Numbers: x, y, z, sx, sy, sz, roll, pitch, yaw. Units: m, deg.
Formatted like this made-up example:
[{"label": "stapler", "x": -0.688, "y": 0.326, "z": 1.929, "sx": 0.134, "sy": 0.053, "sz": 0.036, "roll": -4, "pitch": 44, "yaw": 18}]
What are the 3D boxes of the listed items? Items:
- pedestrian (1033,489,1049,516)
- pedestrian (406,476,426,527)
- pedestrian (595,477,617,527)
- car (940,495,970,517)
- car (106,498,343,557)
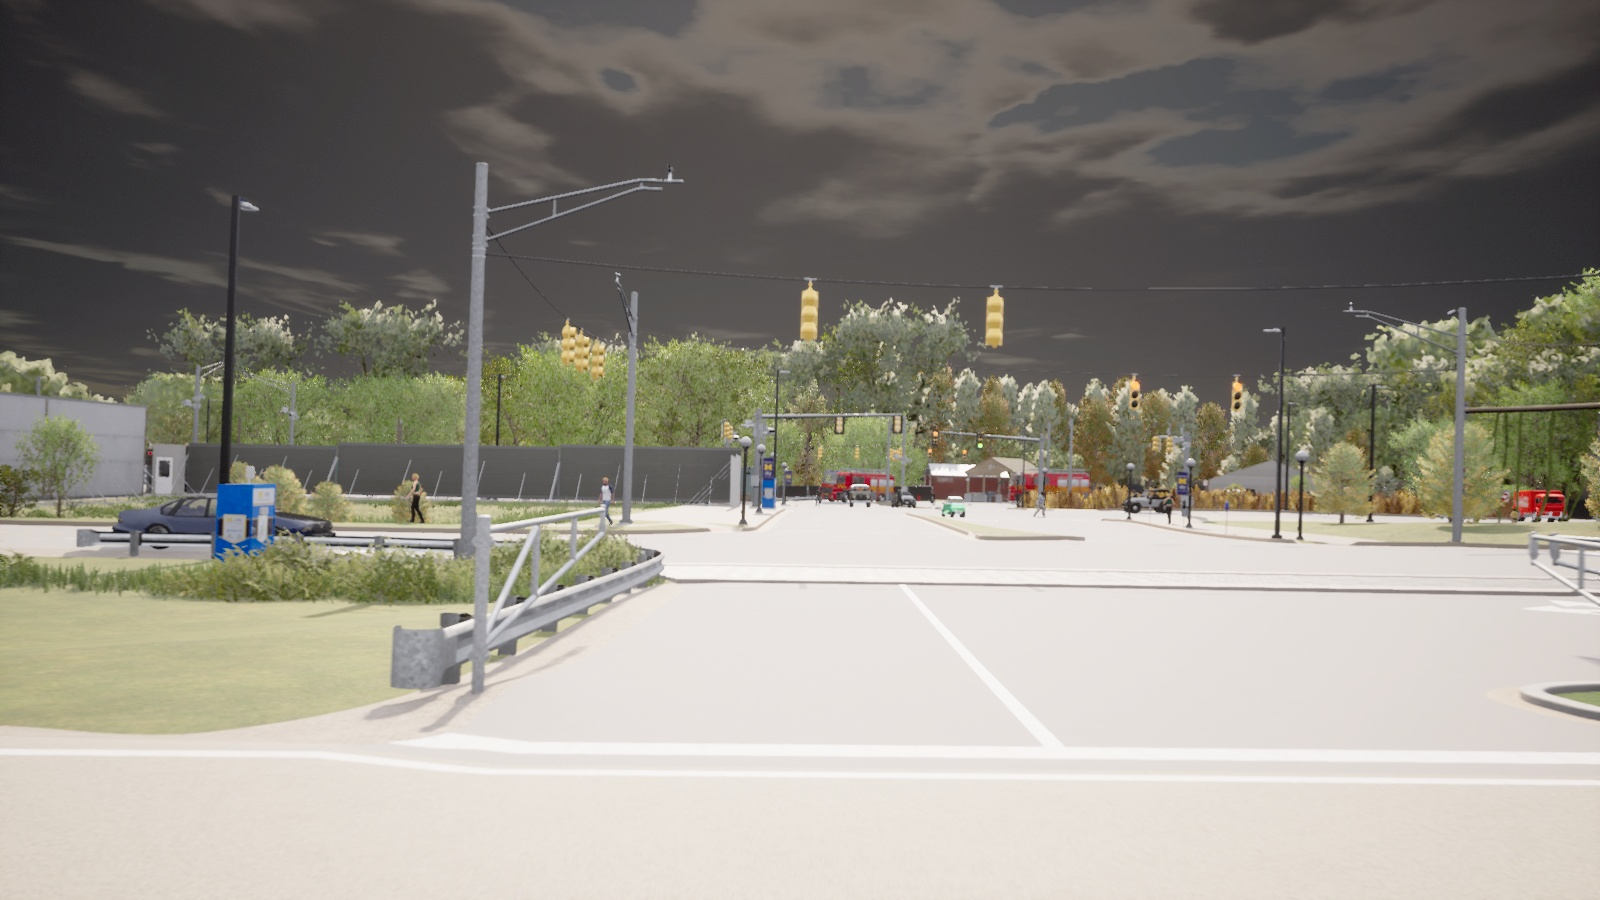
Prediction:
[{"label": "pedestrian", "x": 16.447, "y": 3.579, "z": 85.752, "sx": 0.900, "sy": 1.855, "sz": 0.874, "roll": 1, "pitch": -1, "yaw": 2}, {"label": "pedestrian", "x": -14.094, "y": 1.892, "z": 46.111, "sx": 0.594, "sy": 1.836, "sz": 0.345, "roll": 2, "pitch": -1, "yaw": 0}, {"label": "pedestrian", "x": -7.227, "y": 1.941, "z": 46.742, "sx": 0.354, "sy": 1.836, "sz": 0.706, "roll": 1, "pitch": -1, "yaw": 35}, {"label": "car", "x": 10.106, "y": 3.647, "z": 81.792, "sx": 1.481, "sy": 1.376, "sz": 2.207, "roll": 1, "pitch": -2, "yaw": -6}, {"label": "car", "x": -15.196, "y": 2.038, "z": 33.364, "sx": 5.357, "sy": 1.411, "sz": 2.033, "roll": 1, "pitch": -1, "yaw": 2}]
